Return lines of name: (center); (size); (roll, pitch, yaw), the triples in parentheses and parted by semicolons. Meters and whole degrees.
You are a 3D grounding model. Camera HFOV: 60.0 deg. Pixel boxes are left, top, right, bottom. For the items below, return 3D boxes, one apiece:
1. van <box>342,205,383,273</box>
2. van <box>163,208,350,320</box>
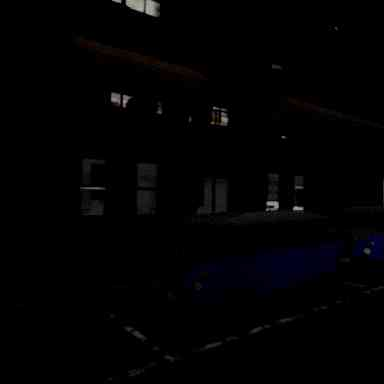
van: (5.884, 1.314, 10.230); (3.998, 1.788, 1.690); (0, 2, -35)
van: (1.370, 1.325, 7.031); (3.998, 1.788, 1.690); (0, 2, -35)
